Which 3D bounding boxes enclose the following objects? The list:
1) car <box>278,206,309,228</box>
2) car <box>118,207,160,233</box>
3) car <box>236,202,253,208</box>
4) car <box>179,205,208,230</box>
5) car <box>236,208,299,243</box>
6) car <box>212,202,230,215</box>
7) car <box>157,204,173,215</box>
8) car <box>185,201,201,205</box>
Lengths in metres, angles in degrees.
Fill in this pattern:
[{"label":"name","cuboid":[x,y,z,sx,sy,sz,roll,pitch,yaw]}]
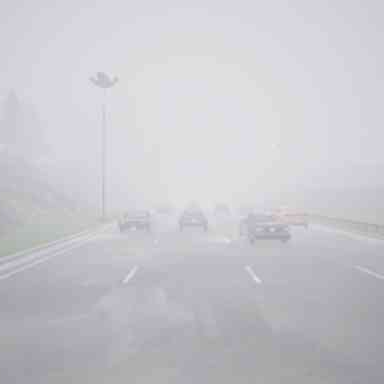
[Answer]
[{"label":"car","cuboid":[7.095,1.786,24.724,1.882,1.535,5.008,0,-1,0]},{"label":"car","cuboid":[-3.406,1.870,21.657,1.895,1.301,4.718,0,-1,0]},{"label":"car","cuboid":[7.093,2.087,45.178,1.812,1.442,4.674,0,-1,-1]},{"label":"car","cuboid":[0.093,1.859,23.696,1.994,1.385,4.181,0,-1,0]},{"label":"car","cuboid":[3.595,1.763,17.307,2.033,1.411,5.357,0,-1,0]},{"label":"car","cuboid":[3.590,1.992,41.458,1.882,1.535,5.008,0,-1,0]},{"label":"car","cuboid":[-3.411,2.114,41.323,1.895,1.301,4.718,0,-1,0]},{"label":"car","cuboid":[0.111,2.078,46.203,1.837,1.490,4.892,0,-1,0]}]
